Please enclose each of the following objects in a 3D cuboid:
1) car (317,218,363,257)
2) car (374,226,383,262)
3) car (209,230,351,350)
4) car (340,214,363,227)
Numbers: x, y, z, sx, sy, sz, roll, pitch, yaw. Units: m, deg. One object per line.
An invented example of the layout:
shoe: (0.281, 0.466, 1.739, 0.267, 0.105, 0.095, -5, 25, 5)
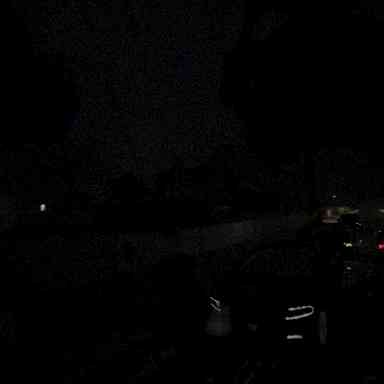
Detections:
car: (7.057, 2.235, 16.388, 2.033, 1.411, 5.357, -4, -4, 28)
car: (8.621, 2.008, 13.668, 2.033, 1.411, 5.357, -4, -4, 29)
car: (2.075, 1.826, 7.162, 1.882, 1.535, 5.008, -4, -4, 29)
car: (13.793, 2.631, 28.980, 1.882, 1.535, 5.008, -4, -4, 28)
